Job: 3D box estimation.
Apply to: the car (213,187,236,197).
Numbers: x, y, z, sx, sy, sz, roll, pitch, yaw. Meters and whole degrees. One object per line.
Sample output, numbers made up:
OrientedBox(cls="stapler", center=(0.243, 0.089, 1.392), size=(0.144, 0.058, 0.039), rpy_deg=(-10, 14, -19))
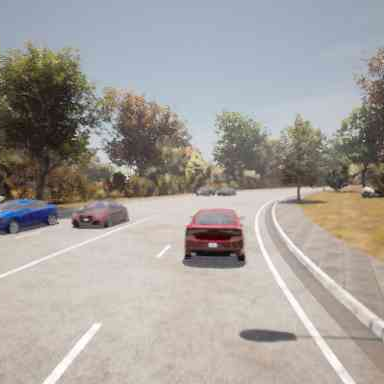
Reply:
OrientedBox(cls="car", center=(5.327, -0.029, 51.314), size=(1.994, 1.385, 4.181), rpy_deg=(0, 2, 26))

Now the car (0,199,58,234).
OrientedBox(cls="car", center=(-8.990, 1.152, 17.320), size=(1.882, 1.535, 5.008), rpy_deg=(0, 2, 9))

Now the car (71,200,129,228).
OrientedBox(cls="car", center=(-5.159, 1.172, 19.119), size=(1.994, 1.385, 4.181), rpy_deg=(0, 2, 9))

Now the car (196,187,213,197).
OrientedBox(cls="car", center=(2.218, -0.089, 52.925), size=(2.128, 1.511, 4.902), rpy_deg=(0, 2, 26))

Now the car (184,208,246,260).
OrientedBox(cls="car", center=(0.897, 1.309, 11.983), size=(1.882, 1.535, 5.008), rpy_deg=(0, 2, 7))
